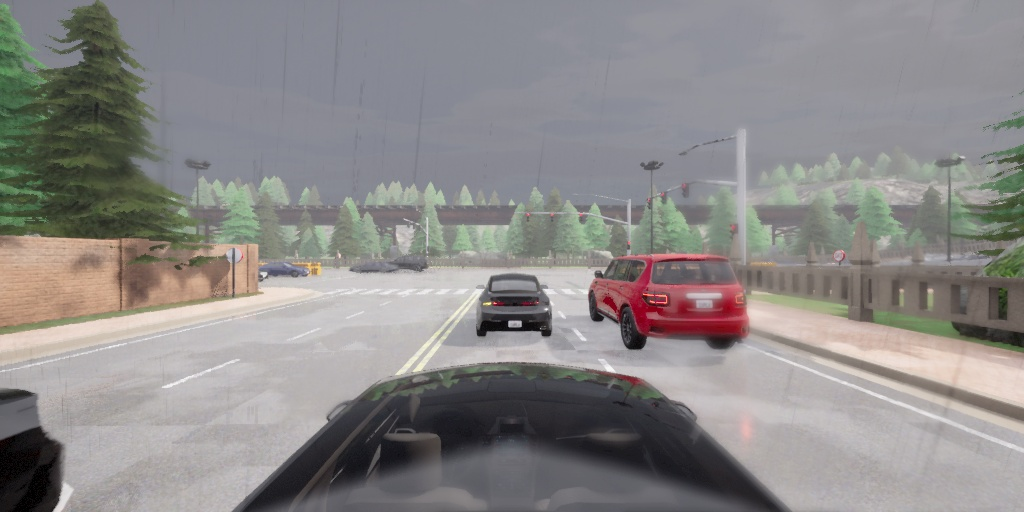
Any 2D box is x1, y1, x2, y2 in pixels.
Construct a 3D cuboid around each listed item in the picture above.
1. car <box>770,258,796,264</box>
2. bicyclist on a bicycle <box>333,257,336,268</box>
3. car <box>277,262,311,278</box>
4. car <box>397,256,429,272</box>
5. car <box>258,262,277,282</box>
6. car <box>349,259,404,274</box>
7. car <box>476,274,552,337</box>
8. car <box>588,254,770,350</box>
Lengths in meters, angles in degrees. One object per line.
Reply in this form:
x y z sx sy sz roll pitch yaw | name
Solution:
30.076 1.103 41.119 4.553 1.767 2.097 0 0 0 | car
-27.410 1.051 55.790 0.582 1.620 1.656 0 0 0 | bicyclist on a bicycle
-21.555 1.276 33.817 4.674 1.442 1.812 0 0 0 | car
-13.203 0.973 44.532 5.566 2.045 2.150 0 0 0 | car
-20.932 1.242 26.804 4.902 1.511 2.128 0 0 0 | car
-15.677 1.298 41.027 5.357 1.411 2.033 0 0 0 | car
0.021 1.255 10.334 1.837 1.490 4.892 0 0 -1 | car
3.517 0.971 9.233 2.150 2.045 5.566 0 0 0 | car
